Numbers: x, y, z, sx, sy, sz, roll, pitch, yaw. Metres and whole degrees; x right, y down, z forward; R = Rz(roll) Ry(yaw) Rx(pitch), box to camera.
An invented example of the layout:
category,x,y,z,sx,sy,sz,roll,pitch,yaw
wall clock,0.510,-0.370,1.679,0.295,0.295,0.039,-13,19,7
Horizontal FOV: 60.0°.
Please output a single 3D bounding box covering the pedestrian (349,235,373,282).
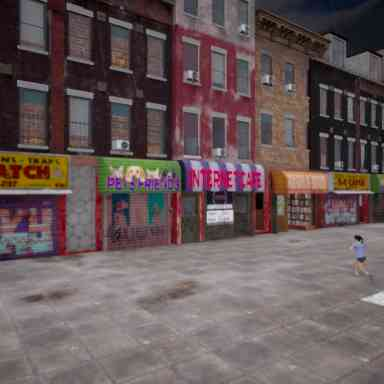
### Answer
category,x,y,z,sx,sy,sz,roll,pitch,yaw
pedestrian,4.068,1.524,8.030,0.500,1.100,0.500,0,0,-36
